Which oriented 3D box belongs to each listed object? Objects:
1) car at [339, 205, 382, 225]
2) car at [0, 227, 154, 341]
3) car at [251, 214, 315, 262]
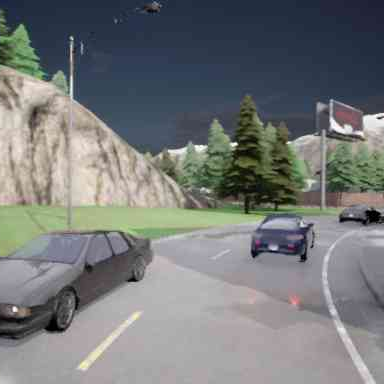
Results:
[{"bbox_3d":[12.946,1.682,25.518,4.181,1.385,1.994,1,0,-45],"label":"car"},{"bbox_3d":[-2.470,1.513,7.116,2.033,1.411,5.357,1,0,14],"label":"car"},{"bbox_3d":[3.469,1.552,12.409,1.812,1.442,4.674,0,0,24],"label":"car"}]
